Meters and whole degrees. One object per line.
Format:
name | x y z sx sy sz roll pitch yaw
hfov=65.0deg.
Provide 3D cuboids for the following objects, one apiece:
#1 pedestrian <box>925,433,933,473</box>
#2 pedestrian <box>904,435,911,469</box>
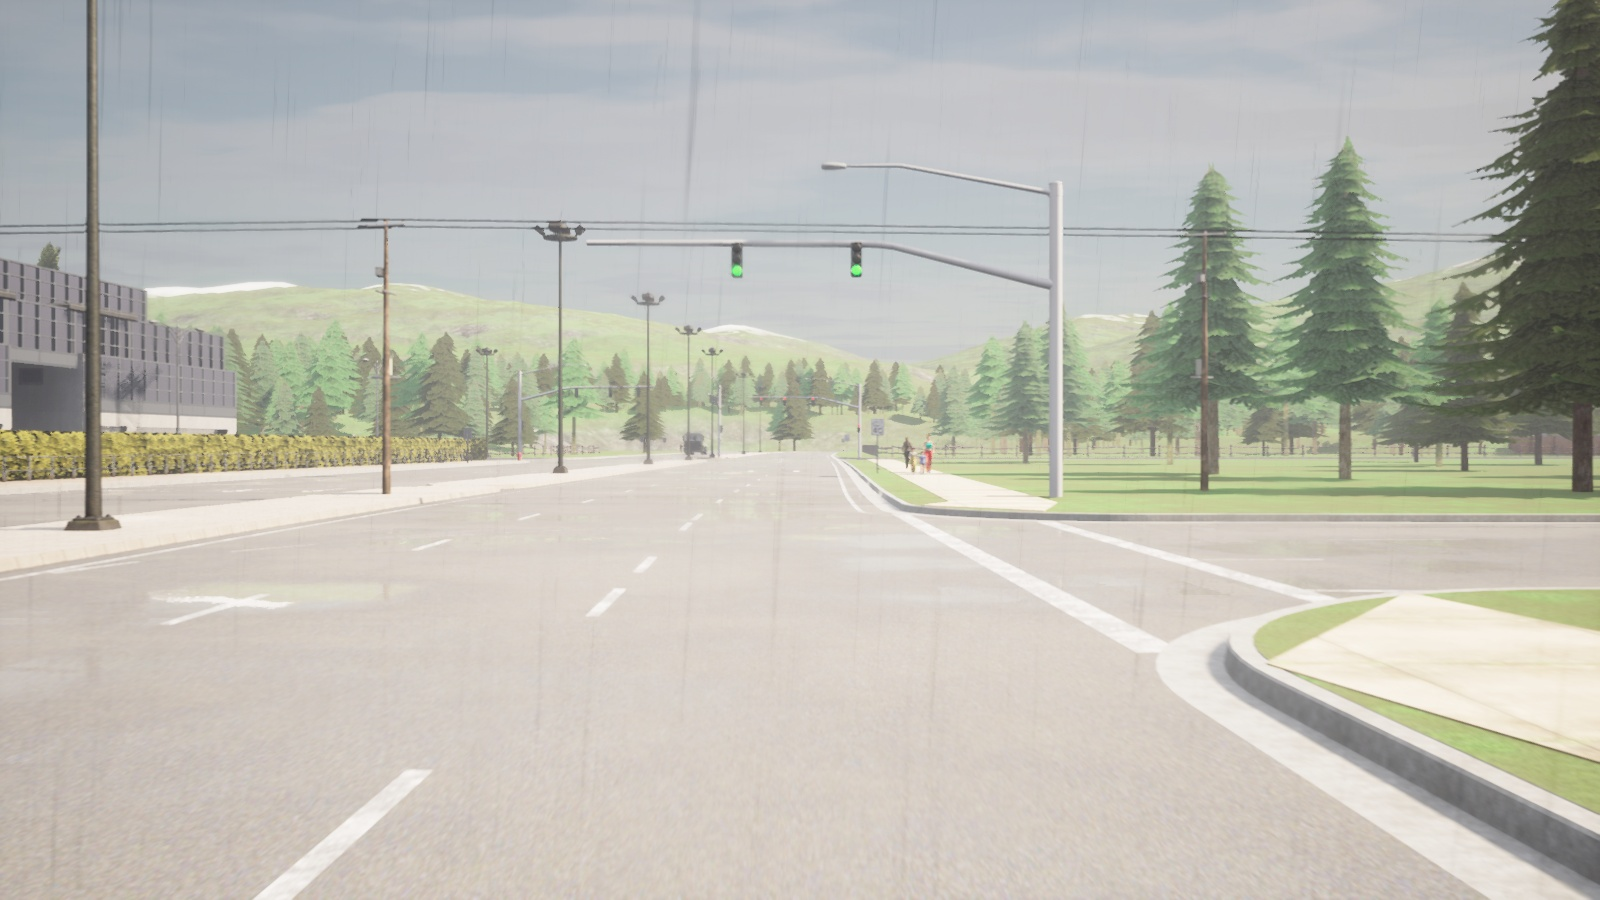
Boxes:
pedestrian | 6.056 0.147 58.867 0.345 1.836 0.594 0 0 1
pedestrian | 5.848 0.108 68.279 0.331 1.846 0.634 0 0 2
